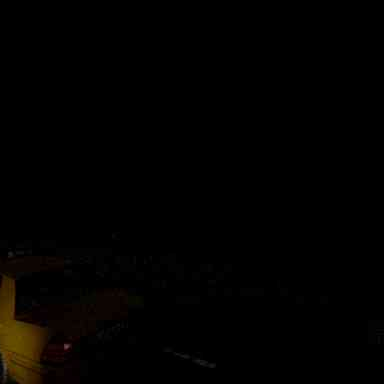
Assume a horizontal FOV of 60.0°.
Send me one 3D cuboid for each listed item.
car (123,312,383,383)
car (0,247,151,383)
[{"bbox_3d":[1.948,1.551,1.702,4.403,1.369,2.008,0,1,35],"label":"car"},{"bbox_3d":[-2.741,1.523,5.040,4.829,1.417,1.752,0,1,35],"label":"car"}]
